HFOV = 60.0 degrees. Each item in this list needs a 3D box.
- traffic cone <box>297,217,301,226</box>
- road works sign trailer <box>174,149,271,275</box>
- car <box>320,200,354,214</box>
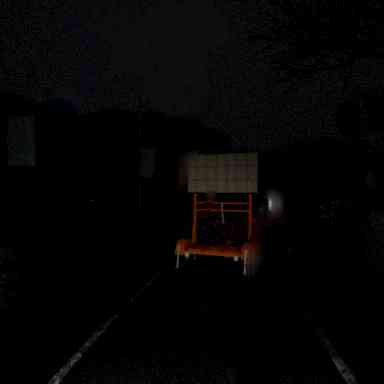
[{"bbox_3d":[7.166,1.984,22.220,0.340,0.580,0.340,1,0,21],"label":"traffic cone"},{"bbox_3d":[1.007,0.461,10.678,2.380,3.560,2.880,0,0,21],"label":"road works sign trailer"},{"bbox_3d":[16.130,1.586,36.831,4.674,1.442,1.812,1,1,-35],"label":"car"}]
